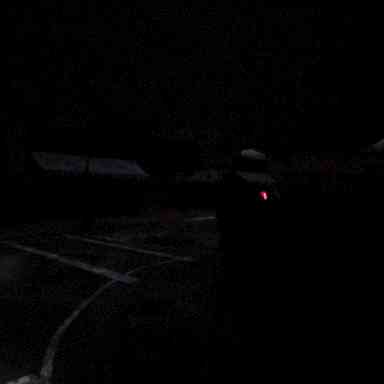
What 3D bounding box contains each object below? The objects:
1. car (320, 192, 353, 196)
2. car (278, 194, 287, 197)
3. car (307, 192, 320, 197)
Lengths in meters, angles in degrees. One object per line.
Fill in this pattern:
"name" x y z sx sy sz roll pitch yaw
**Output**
"car" 17.968 0.904 41.233 1.882 1.535 5.008 0 0 39
"car" 20.143 1.105 74.280 1.970 1.475 3.806 0 0 39
"car" 27.412 1.191 77.484 2.007 1.523 4.514 0 0 39
